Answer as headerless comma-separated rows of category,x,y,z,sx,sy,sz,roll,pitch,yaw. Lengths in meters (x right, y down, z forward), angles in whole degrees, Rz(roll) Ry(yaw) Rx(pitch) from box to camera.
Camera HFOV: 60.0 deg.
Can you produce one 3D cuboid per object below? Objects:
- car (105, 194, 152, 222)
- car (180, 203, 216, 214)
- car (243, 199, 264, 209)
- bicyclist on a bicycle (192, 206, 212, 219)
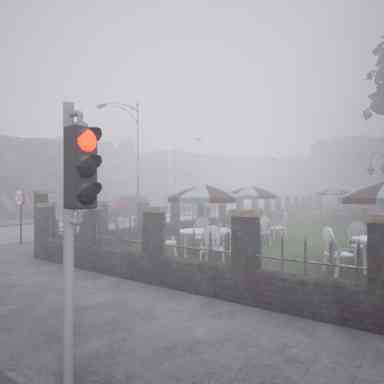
car,-5.660,1.221,27.075,2.150,2.045,5.566,0,0,35
car,0.491,1.223,35.860,2.150,2.045,5.566,0,0,35
car,8.524,1.527,45.325,4.674,1.442,1.812,0,0,-30
bicyclist on a bicycle,0.664,1.340,21.467,1.656,1.620,0.582,0,0,36
